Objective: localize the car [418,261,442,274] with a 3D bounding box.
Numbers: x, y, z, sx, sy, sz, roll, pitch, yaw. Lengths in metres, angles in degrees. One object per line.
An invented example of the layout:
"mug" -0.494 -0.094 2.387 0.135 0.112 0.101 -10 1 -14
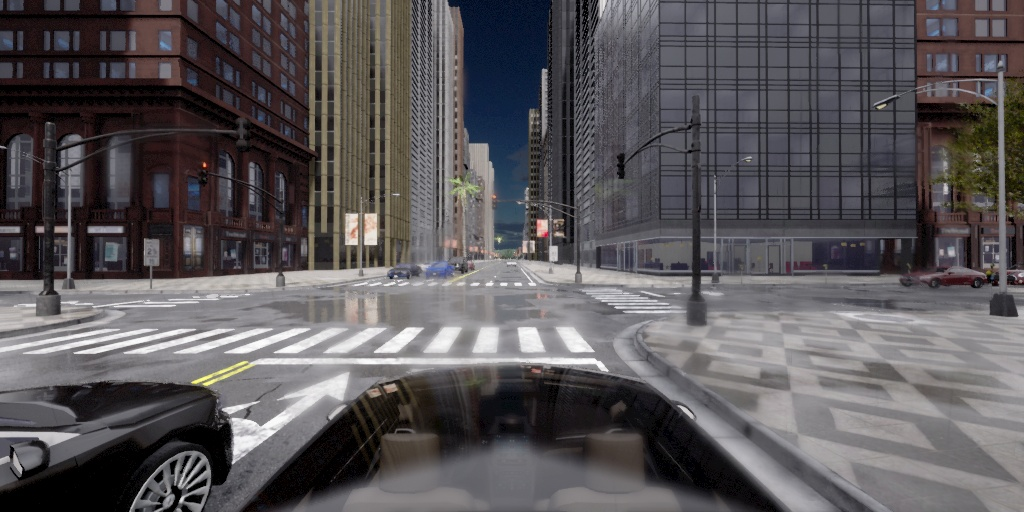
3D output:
"car" -9.913 1.371 43.705 1.812 1.442 4.674 0 0 0

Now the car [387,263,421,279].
"car" -9.863 1.361 33.518 2.033 1.411 5.357 0 0 3

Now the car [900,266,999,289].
"car" 26.435 1.275 21.994 4.207 1.307 1.802 0 0 -1

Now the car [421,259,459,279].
"car" -6.643 1.291 33.548 1.882 1.535 5.008 0 0 2

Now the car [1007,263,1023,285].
"car" 32.073 1.117 22.090 4.097 1.591 1.967 0 0 -1

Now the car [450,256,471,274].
"car" -6.659 1.067 43.656 2.150 2.045 5.566 0 0 0

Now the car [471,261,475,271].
"car" -6.657 1.411 53.946 1.812 1.442 4.674 0 0 0

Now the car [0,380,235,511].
"car" -3.138 1.241 0.908 2.128 1.511 4.902 0 0 -1
